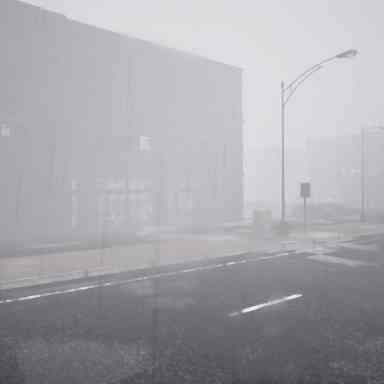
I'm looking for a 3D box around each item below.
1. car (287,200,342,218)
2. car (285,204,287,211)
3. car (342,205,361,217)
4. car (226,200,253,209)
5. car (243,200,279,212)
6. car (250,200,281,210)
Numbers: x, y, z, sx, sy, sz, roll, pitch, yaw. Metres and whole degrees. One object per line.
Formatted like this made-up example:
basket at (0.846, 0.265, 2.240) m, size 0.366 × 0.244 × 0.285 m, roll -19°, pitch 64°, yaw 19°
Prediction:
car at (11.954, 1.811, 32.715) m, size 1.947 × 1.339 × 4.313 m, roll -2°, pitch 0°, yaw -36°
car at (14.009, 1.807, 44.448) m, size 2.008 × 1.369 × 4.403 m, roll -2°, pitch 0°, yaw -36°
car at (14.317, 1.763, 34.088) m, size 2.033 × 1.411 × 5.357 m, roll -1°, pitch 0°, yaw -36°
car at (7.565, 1.963, 53.449) m, size 1.802 × 1.307 × 4.206 m, roll -2°, pitch 0°, yaw -36°
car at (8.247, 1.839, 42.565) m, size 1.837 × 1.490 × 4.892 m, roll -1°, pitch 0°, yaw -36°
car at (10.787, 1.901, 48.949) m, size 1.802 × 1.307 × 4.206 m, roll -2°, pitch 0°, yaw -36°
